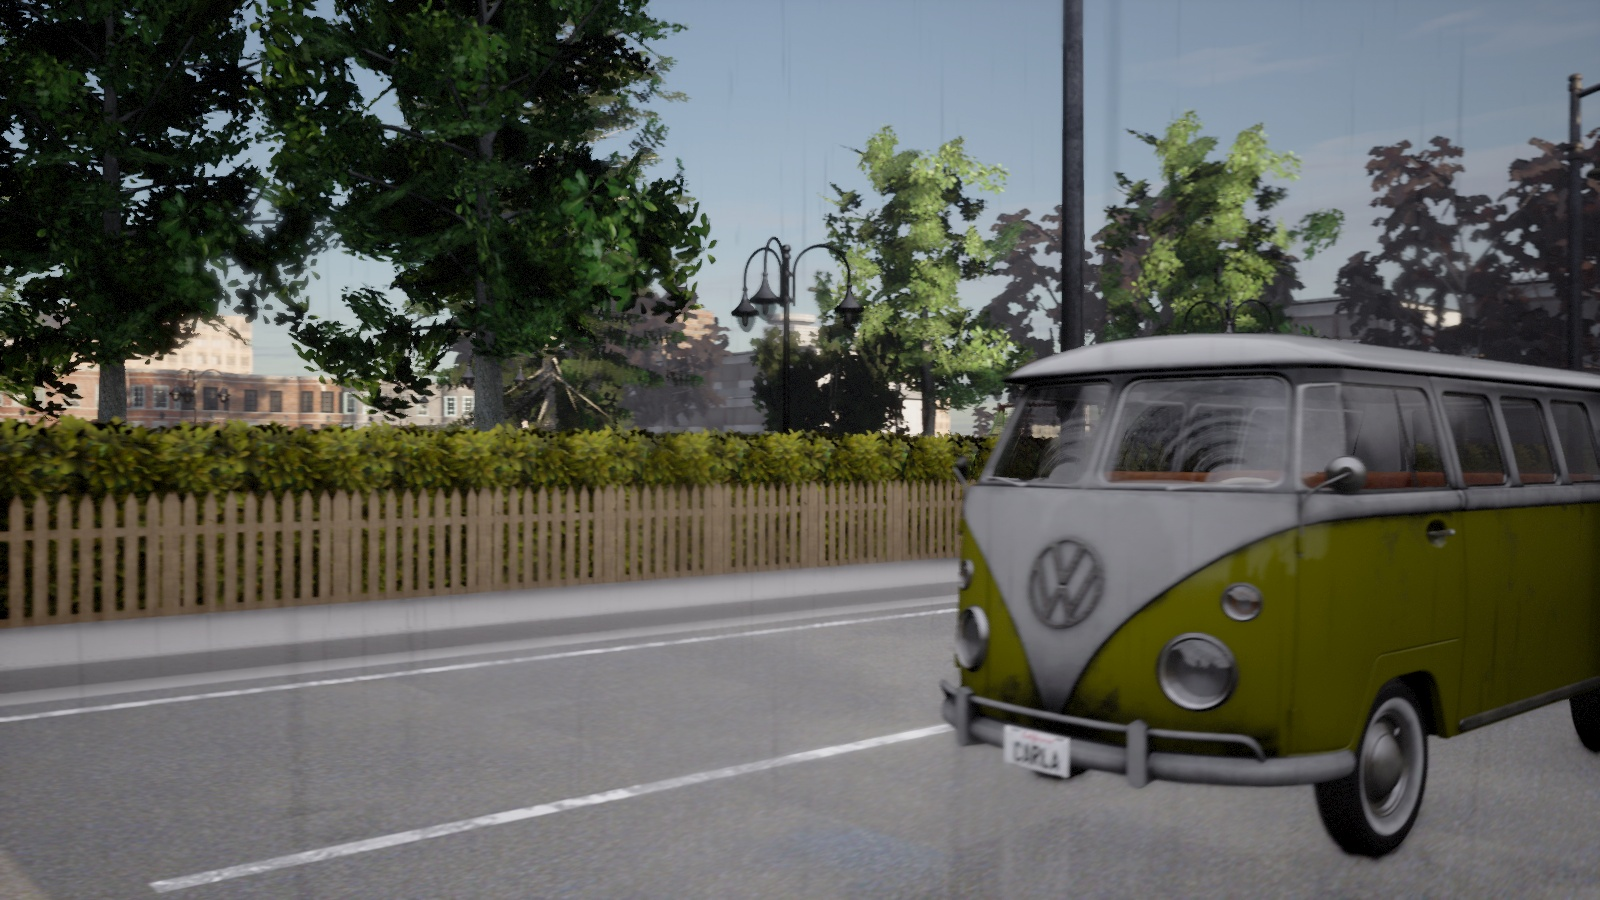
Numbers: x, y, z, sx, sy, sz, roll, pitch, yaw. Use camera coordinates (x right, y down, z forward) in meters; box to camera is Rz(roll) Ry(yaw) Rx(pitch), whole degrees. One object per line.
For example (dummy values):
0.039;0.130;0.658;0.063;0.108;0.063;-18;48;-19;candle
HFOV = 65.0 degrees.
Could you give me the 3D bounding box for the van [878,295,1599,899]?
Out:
2.604;0.513;6.036;4.442;1.987;1.775;0;0;-40;van
